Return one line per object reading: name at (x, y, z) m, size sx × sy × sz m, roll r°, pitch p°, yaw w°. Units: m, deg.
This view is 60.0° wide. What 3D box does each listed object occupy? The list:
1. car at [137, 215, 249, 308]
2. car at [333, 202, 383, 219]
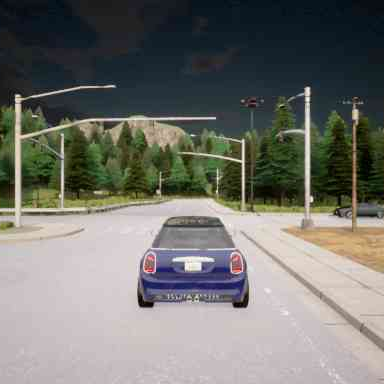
car at (0.037, 1.348, 8.090) m, size 2.097 × 1.767 × 4.553 m, roll 0°, pitch 0°, yaw 0°
car at (14.499, 1.591, 28.718) m, size 4.181 × 1.385 × 1.994 m, roll 0°, pitch 0°, yaw 1°
